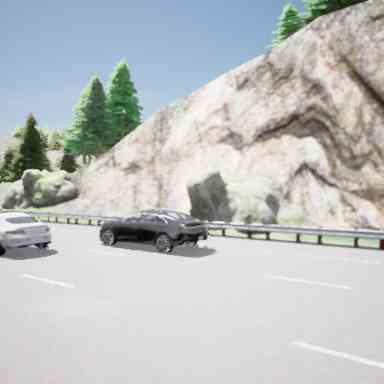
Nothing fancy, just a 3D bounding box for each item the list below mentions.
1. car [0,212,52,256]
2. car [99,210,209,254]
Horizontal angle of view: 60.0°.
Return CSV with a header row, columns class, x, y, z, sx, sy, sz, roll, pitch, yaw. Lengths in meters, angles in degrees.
class,x,y,z,sx,sy,sz,roll,pitch,yaw
car,-7.402,1.518,13.049,4.674,1.442,1.812,0,0,33
car,-1.683,1.474,13.454,4.902,1.511,2.128,0,0,34
